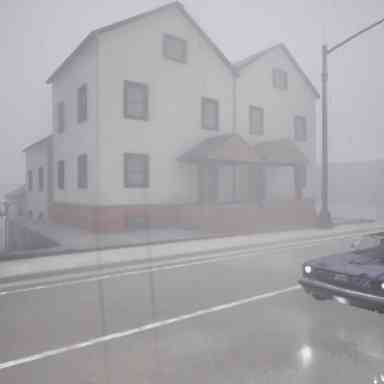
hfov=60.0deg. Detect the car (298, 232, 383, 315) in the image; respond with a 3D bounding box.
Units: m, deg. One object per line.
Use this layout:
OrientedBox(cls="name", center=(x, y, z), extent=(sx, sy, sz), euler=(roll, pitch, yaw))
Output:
OrientedBox(cls="car", center=(4.426, 1.578, 7.112), extent=(4.718, 1.301, 1.895), euler=(0, 0, -35))
